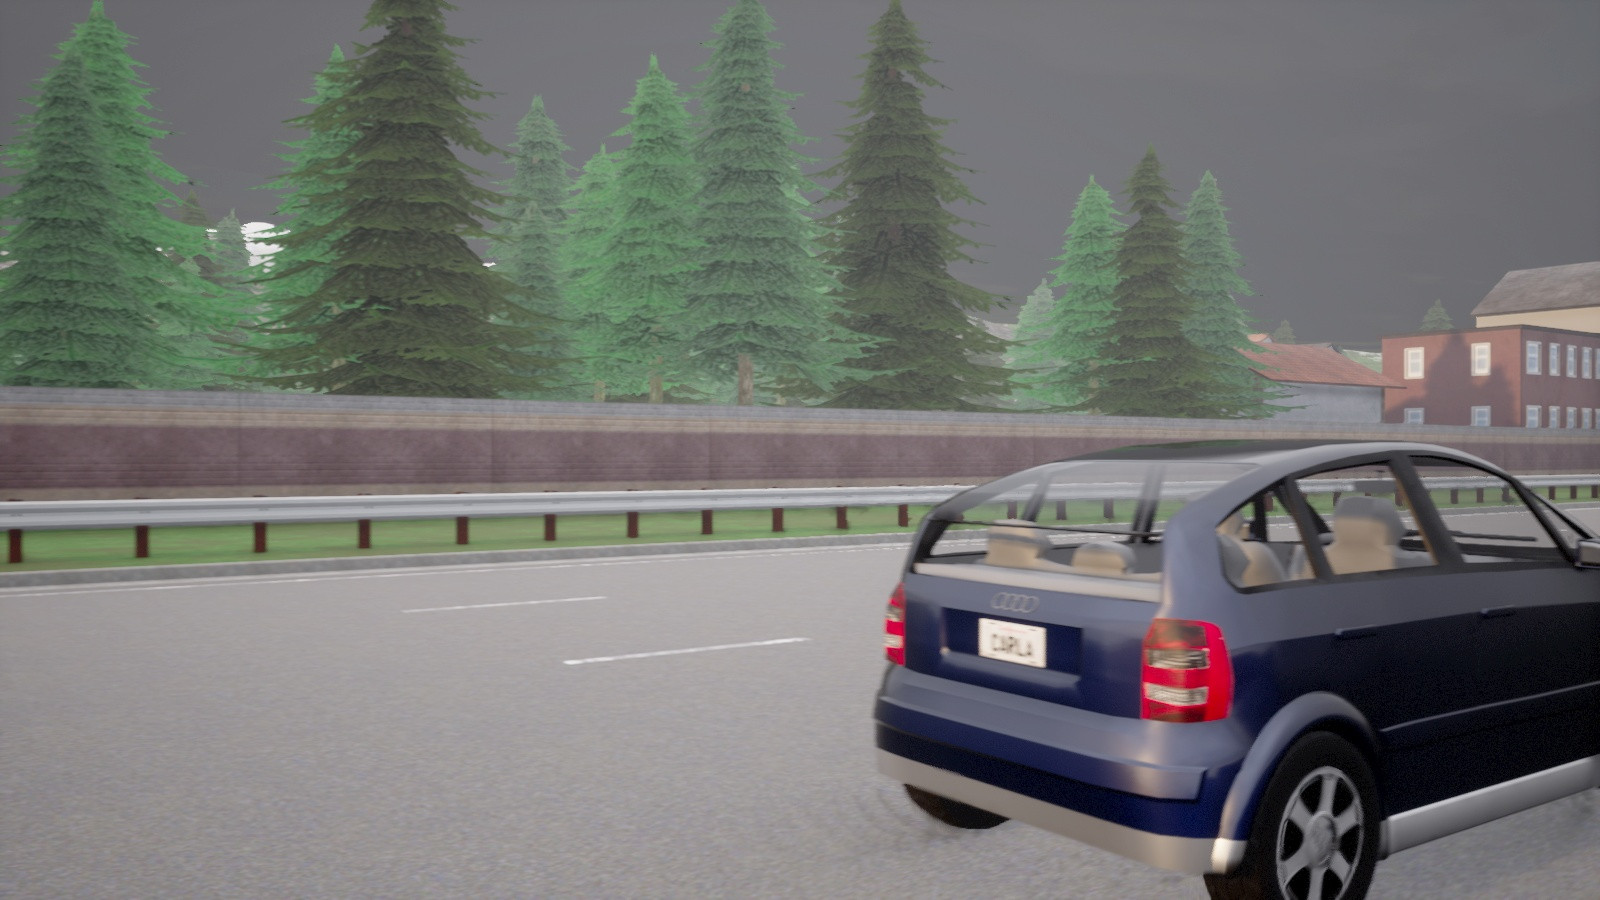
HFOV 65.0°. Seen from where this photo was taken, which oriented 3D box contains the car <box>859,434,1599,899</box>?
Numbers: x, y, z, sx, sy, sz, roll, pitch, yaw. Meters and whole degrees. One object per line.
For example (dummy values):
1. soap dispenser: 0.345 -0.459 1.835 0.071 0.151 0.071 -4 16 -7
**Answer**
1. car: 2.263 0.731 5.234 3.705 1.549 1.789 0 0 -35
